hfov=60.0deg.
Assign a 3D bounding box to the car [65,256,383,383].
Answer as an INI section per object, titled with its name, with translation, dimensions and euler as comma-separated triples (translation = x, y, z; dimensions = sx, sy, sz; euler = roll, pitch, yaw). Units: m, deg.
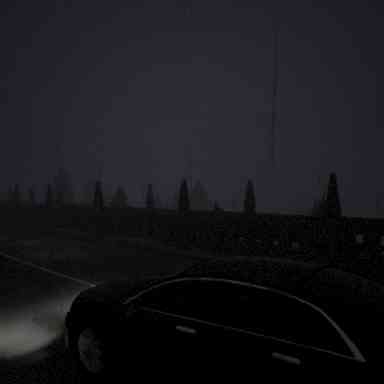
[car]
translation = 0.495, 1.529, 3.848
dimensions = 4.892, 1.490, 1.837
euler = 0, 0, 36
